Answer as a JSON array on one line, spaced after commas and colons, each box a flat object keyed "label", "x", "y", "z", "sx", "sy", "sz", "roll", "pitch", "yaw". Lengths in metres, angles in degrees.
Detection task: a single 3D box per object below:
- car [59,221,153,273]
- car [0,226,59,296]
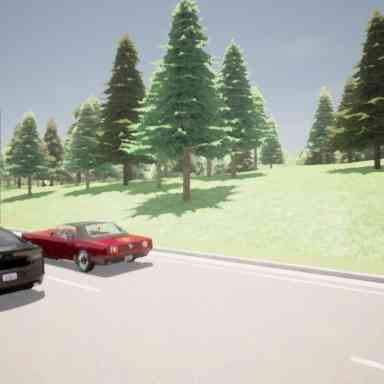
[{"label": "car", "x": -3.592, "y": 1.594, "z": 10.759, "sx": 4.718, "sy": 1.301, "sz": 1.895, "roll": 0, "pitch": 0, "yaw": 36}, {"label": "car", "x": -5.479, "y": 1.471, "z": 7.805, "sx": 5.008, "sy": 1.535, "sz": 1.882, "roll": 0, "pitch": 0, "yaw": 36}]
